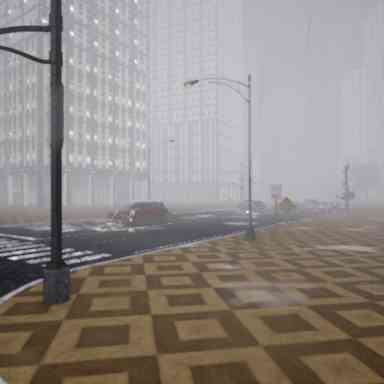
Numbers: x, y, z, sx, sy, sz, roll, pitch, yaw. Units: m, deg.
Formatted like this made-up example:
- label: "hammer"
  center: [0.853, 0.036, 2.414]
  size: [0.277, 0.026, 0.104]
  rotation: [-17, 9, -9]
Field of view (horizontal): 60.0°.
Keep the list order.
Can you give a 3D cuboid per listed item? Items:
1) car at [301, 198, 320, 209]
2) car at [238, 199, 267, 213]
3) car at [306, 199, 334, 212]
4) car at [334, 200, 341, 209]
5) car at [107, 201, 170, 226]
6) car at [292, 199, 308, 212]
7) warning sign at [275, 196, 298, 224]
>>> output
- label: "car"
  center: [18.913, 1.817, 52.913]
  size: [1.882, 1.535, 5.008]
  rotation: [0, 0, 31]
- label: "car"
  center: [7.956, 1.789, 41.963]
  size: [1.812, 1.442, 4.674]
  rotation: [0, 0, 34]
- label: "car"
  center: [16.593, 1.875, 43.036]
  size: [1.895, 1.301, 4.718]
  rotation: [0, 0, 33]
- label: "car"
  center: [21.707, 1.929, 51.251]
  size: [1.895, 1.301, 4.718]
  rotation: [0, 0, 31]
- label: "car"
  center: [-3.691, 1.486, 24.851]
  size: [2.097, 1.767, 4.553]
  rotation: [0, -1, 34]
- label: "car"
  center: [13.684, 1.884, 44.522]
  size: [1.895, 1.301, 4.718]
  rotation: [0, 0, 33]
- label: "warning sign"
  center: [6.587, 1.243, 23.128]
  size: [1.300, 1.860, 1.060]
  rotation: [0, 0, 34]
